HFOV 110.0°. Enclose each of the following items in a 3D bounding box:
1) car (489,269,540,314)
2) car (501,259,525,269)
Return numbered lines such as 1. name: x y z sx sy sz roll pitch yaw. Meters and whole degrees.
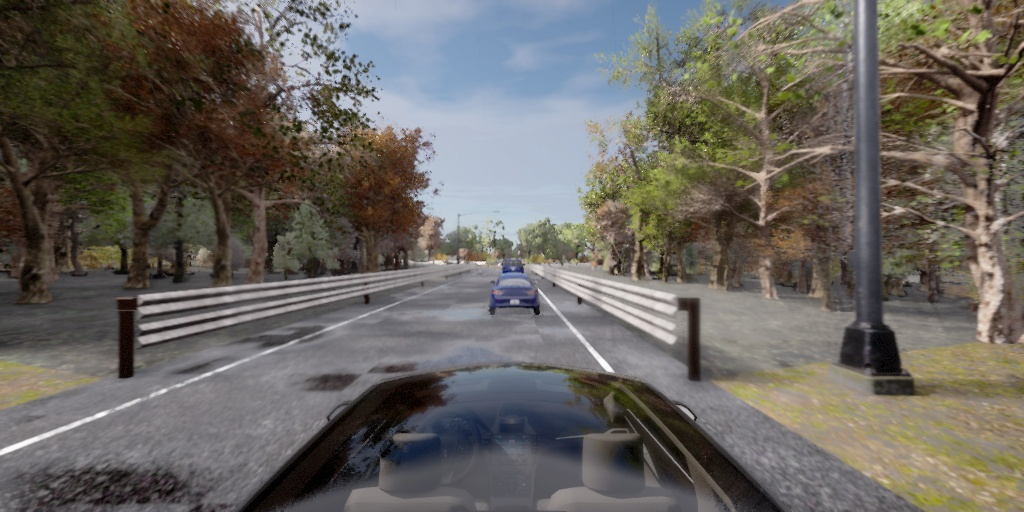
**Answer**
1. car: 0.097 1.414 14.447 1.812 1.442 4.674 0 -1 0
2. car: 0.101 1.340 35.807 2.150 2.045 5.566 0 0 0
